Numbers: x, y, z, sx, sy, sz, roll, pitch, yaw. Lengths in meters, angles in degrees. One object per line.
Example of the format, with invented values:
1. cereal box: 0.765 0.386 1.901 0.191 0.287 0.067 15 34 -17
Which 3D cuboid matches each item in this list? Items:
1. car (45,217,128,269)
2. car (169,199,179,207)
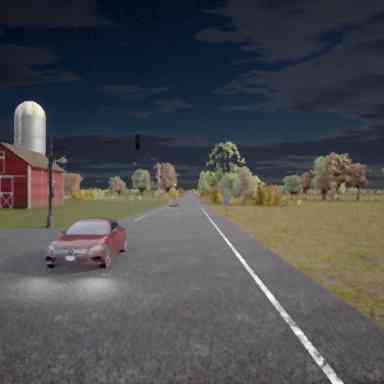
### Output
1. car: -3.493 1.662 11.884 1.812 1.442 4.674 0 0 0
2. car: -3.484 2.221 64.886 1.837 1.490 4.892 0 0 0
